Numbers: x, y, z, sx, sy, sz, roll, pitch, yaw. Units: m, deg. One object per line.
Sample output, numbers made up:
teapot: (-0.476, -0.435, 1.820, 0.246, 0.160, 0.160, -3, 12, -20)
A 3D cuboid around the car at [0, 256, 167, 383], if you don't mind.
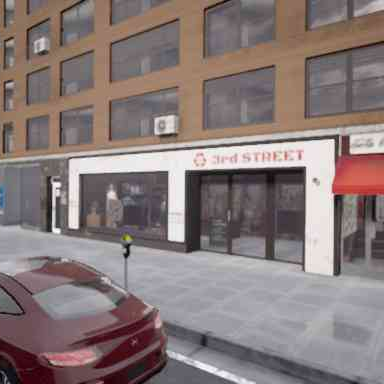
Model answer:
car: (-2.214, 1.530, 4.393, 4.206, 1.307, 1.802, 1, 0, 36)
